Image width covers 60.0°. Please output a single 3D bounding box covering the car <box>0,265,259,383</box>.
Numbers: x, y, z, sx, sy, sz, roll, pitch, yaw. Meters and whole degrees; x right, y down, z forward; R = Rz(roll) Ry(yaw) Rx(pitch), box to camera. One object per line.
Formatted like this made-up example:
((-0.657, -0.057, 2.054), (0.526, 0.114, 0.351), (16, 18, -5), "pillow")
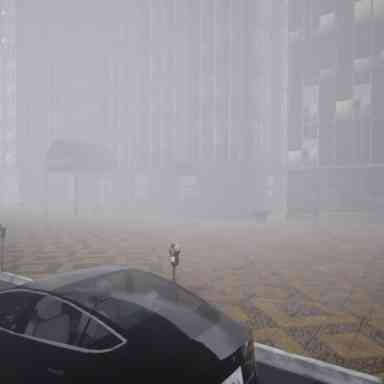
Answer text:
((-1.374, 1.565, 3.835), (4.313, 1.339, 1.947), (0, 1, 35), "car")
